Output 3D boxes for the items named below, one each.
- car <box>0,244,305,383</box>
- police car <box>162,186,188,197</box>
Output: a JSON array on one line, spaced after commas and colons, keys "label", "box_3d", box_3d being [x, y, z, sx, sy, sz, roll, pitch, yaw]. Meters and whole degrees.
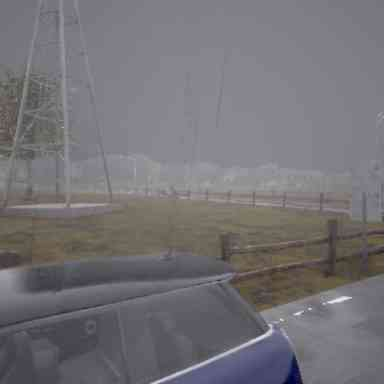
[{"label": "car", "box_3d": [-1.345, 1.352, 2.104, 4.553, 1.767, 2.097, 0, 0, -35]}, {"label": "police car", "box_3d": [-2.381, -0.084, 49.353, 2.038, 1.542, 4.974, -1, 3, -36]}]
